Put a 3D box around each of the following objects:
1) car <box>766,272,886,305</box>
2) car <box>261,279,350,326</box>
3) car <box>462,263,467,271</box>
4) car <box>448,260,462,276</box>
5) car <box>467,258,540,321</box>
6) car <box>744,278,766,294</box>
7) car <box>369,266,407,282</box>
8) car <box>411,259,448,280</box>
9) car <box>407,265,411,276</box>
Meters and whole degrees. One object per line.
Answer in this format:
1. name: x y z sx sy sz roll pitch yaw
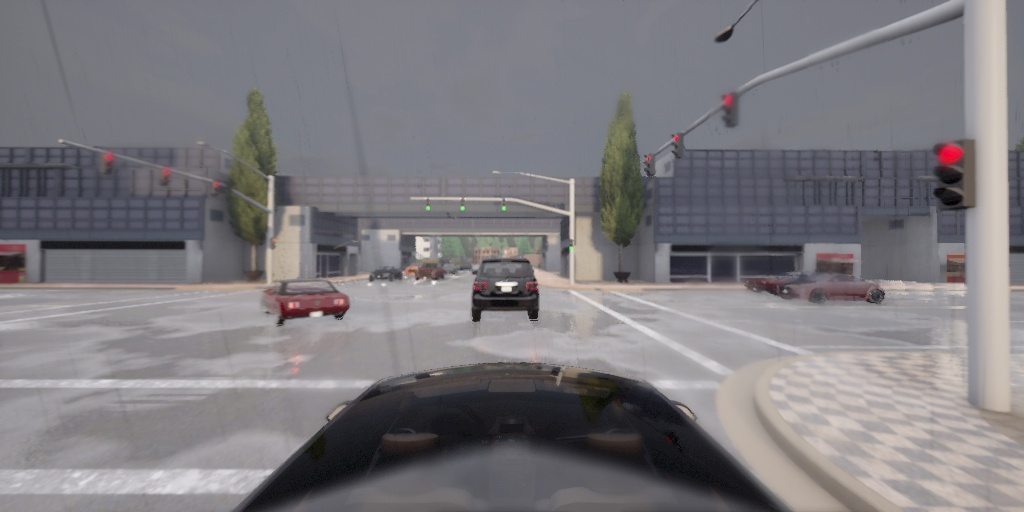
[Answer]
1. car: 15.005 1.515 17.085 4.181 1.385 1.994 0 -1 0
2. car: -7.190 1.442 12.247 1.895 1.301 4.718 1 -1 -40
3. car: -7.865 1.909 62.116 2.033 1.411 5.357 0 -1 1
4. car: -7.933 1.691 45.649 1.837 1.490 4.892 0 0 0
5. car: -0.311 1.090 13.199 2.150 2.045 5.566 0 -1 -3
6. car: 16.130 1.593 20.589 4.718 1.301 1.895 0 -1 0
7. car: -11.450 1.608 32.809 1.994 1.385 4.181 0 -1 0
8. car: -7.945 1.430 35.054 2.097 1.767 4.553 0 -1 0
9. car: -11.438 1.512 43.579 2.097 1.767 4.553 0 -1 0
